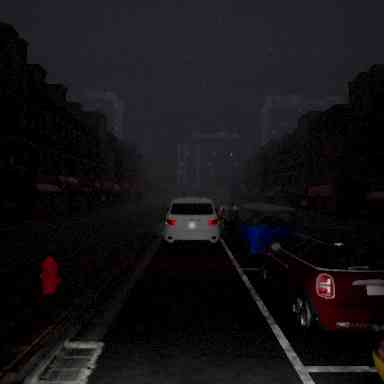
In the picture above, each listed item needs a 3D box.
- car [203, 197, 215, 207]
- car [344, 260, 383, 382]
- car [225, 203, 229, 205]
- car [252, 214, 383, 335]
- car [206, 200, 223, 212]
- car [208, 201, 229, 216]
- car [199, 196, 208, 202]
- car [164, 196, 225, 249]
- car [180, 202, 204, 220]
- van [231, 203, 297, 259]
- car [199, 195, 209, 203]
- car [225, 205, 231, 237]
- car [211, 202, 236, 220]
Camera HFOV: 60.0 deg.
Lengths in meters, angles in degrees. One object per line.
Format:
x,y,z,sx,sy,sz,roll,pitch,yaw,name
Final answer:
2.750,1.602,54.679,1.812,1.442,4.674,0,0,0,car
2.647,1.525,1.387,1.752,1.417,4.829,1,0,0,car
2.646,1.569,23.230,2.008,1.369,4.403,1,0,0,car
2.648,1.442,6.720,1.967,1.590,4.097,1,0,0,car
2.645,1.626,39.741,1.802,1.307,4.206,1,0,0,car
2.645,1.617,34.237,1.802,1.307,4.206,1,0,0,car
2.644,1.689,78.267,2.008,1.369,4.403,0,0,0,car
0.000,1.267,14.681,2.150,2.045,5.566,0,0,0,car
0.000,1.645,29.681,1.895,1.301,4.718,0,0,0,car
2.648,1.347,12.223,1.690,1.788,3.998,1,0,0,van
2.645,1.563,72.763,1.967,1.590,4.097,0,0,0,car
2.646,1.577,17.727,1.947,1.339,4.313,1,0,0,car
2.645,1.608,28.734,1.802,1.307,4.206,1,0,0,car
